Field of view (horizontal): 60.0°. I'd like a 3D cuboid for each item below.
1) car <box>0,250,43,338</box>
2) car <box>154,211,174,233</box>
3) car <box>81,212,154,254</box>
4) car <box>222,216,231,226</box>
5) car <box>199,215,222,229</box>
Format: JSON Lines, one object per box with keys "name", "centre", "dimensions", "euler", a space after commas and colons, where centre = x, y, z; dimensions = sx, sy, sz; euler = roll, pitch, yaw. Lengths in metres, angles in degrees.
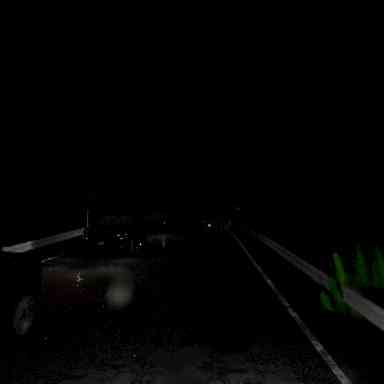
{"name": "car", "centre": [-3.501, 1.465, 3.748], "dimensions": [2.128, 1.511, 4.902], "euler": [0, 0, 1]}
{"name": "car", "centre": [-2.476, 2.179, 24.623], "dimensions": [1.882, 1.535, 5.008], "euler": [0, -4, 4]}
{"name": "car", "centre": [-3.104, 1.634, 14.278], "dimensions": [1.882, 1.535, 5.008], "euler": [0, -2, 3]}
{"name": "car", "centre": [3.769, 3.873, 45.368], "dimensions": [1.994, 1.385, 4.181], "euler": [-2, -4, 27]}
{"name": "car", "centre": [1.725, 2.973, 32.835], "dimensions": [1.895, 1.301, 4.718], "euler": [0, -5, 3]}
